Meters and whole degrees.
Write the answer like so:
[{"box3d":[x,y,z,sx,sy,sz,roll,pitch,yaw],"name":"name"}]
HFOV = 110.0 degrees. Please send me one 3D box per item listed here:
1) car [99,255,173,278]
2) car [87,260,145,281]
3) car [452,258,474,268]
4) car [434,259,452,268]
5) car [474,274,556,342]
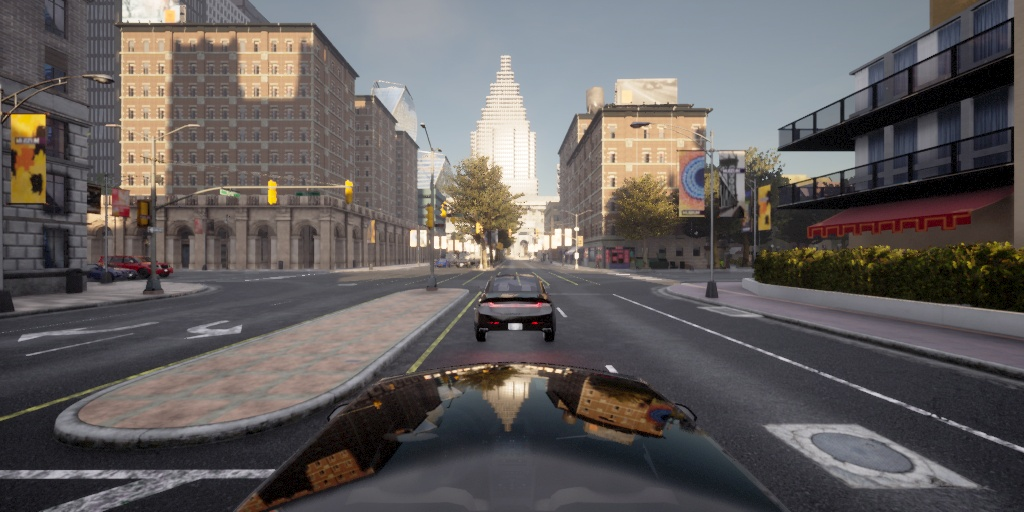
[{"box3d":[-34.434,0.971,32.724,5.566,2.045,2.150,0,0,-2],"name":"car"},{"box3d":[-33.435,1.275,29.235,4.674,1.442,1.812,0,0,0],"name":"car"},{"box3d":[-8.045,1.240,59.624,2.128,1.511,4.902,0,0,0],"name":"car"},{"box3d":[-11.541,1.226,60.040,1.882,1.535,5.008,0,0,0],"name":"car"},{"box3d":[0.081,1.241,9.806,2.128,1.511,4.902,0,0,0],"name":"car"}]
